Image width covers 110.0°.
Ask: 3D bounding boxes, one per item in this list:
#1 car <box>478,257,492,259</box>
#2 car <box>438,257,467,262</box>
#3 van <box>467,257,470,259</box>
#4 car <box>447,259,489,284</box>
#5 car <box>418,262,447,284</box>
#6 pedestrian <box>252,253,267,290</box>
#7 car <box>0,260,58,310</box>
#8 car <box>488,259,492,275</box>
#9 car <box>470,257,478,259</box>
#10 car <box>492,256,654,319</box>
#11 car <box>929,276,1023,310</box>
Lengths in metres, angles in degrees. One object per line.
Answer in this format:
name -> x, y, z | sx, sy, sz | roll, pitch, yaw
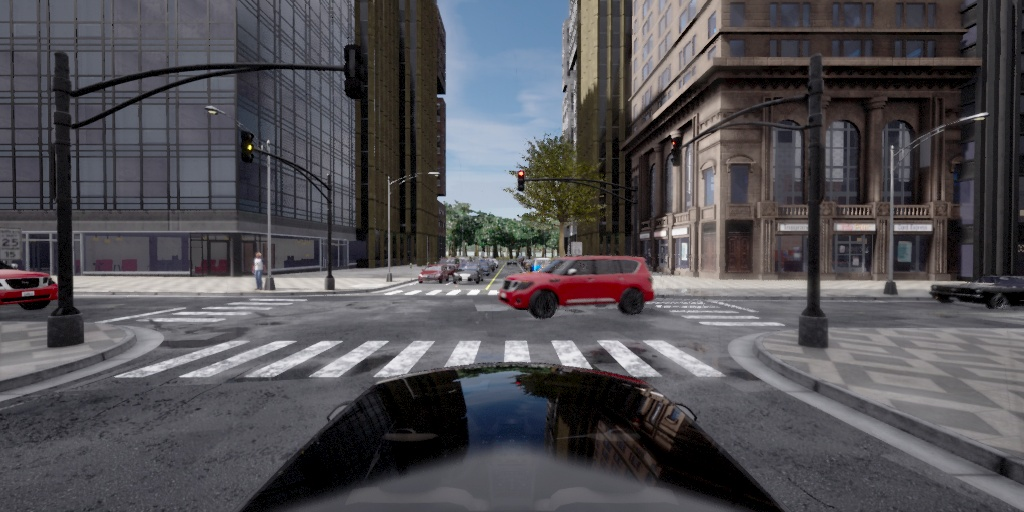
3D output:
car -> -3.140, 1.182, 46.434 | 2.128, 1.511, 4.902 | 0, 0, 0
car -> -5.800, 1.034, 32.669 | 2.192, 1.841, 5.009 | 0, 0, 0
van -> -5.806, 1.049, 38.350 | 1.690, 1.789, 3.998 | 0, 0, 0
car -> -3.135, 1.220, 26.500 | 2.128, 1.511, 4.902 | 0, 0, 1
car -> -5.793, 1.310, 26.989 | 1.802, 1.307, 4.207 | 0, 0, 0
pedestrian -> -12.542, 0.741, 17.809 | 0.375, 1.860, 0.375 | 0, 0, 0
car -> -18.386, 0.841, 11.553 | 5.566, 2.045, 2.150 | 1, 1, 0
car -> -3.134, 1.260, 36.323 | 2.033, 1.411, 5.357 | 0, 0, 0
car -> -5.813, 1.011, 44.030 | 2.192, 1.841, 5.009 | 0, 0, 0
car -> 2.352, 0.995, 12.777 | 5.566, 2.045, 2.150 | 1, -1, -18
car -> 20.545, 1.481, 14.882 | 4.718, 1.301, 1.895 | 0, 1, 0
